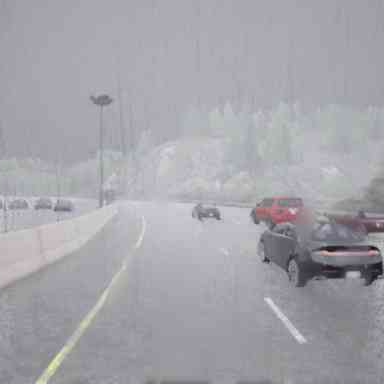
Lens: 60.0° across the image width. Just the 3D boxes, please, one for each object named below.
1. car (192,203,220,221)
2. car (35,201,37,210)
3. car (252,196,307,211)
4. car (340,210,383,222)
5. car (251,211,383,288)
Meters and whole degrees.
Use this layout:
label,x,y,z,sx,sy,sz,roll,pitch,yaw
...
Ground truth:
label,x,y,z,sx,sy,sz,roll,pitch,yaw
car,1.172,1.660,28.812,1.812,1.442,4.674,0,0,-9
car,-21.072,1.639,47.393,2.097,1.767,4.553,0,0,-16
car,5.667,1.312,22.211,2.150,2.045,5.566,0,0,-6
car,9.559,1.663,18.672,1.895,1.301,4.718,0,0,-6
car,3.241,1.527,9.361,2.128,1.511,4.902,0,0,-3
